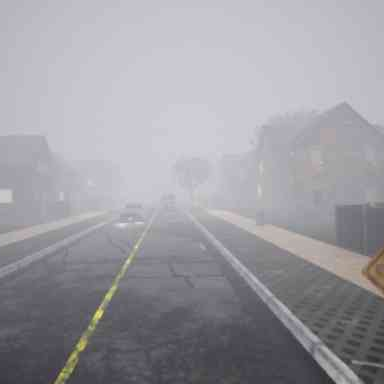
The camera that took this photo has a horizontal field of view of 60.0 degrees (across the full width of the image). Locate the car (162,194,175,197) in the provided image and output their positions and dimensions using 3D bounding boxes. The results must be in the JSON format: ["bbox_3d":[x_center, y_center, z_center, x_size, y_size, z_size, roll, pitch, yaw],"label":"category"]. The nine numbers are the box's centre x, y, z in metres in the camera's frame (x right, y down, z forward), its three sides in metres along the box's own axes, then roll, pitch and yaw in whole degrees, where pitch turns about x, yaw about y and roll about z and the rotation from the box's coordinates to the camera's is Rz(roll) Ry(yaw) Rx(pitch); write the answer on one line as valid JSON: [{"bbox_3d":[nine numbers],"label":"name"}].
[{"bbox_3d":[-3.283,1.274,46.361,2.150,2.045,5.566,-1,0,-4],"label":"car"}]

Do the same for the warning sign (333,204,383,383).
[{"bbox_3d":[2.357,1.067,3.432,1.300,1.860,1.060,-1,0,-4],"label":"warning sign"}]

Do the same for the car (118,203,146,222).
[{"bbox_3d":[-4.743,1.593,27.226,2.033,1.411,5.357,-1,0,-4],"label":"car"}]

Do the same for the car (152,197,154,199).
[{"bbox_3d":[-8.322,1.466,77.232,2.128,1.511,4.902,-1,0,-4],"label":"car"}]

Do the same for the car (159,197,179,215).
[{"bbox_3d":[-2.317,1.554,33.523,2.033,1.411,5.357,-1,0,-4],"label":"car"}]
